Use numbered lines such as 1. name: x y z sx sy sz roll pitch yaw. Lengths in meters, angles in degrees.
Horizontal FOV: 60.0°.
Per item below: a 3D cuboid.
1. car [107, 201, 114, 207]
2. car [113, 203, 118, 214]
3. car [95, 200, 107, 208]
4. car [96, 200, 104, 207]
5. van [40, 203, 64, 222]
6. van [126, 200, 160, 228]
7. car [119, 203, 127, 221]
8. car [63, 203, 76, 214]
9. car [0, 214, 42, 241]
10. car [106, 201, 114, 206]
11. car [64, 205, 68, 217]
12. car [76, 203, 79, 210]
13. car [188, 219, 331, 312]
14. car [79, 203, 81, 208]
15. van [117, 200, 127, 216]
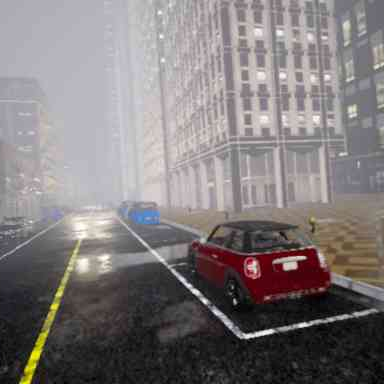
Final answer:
1. car: -18.921 2.859 78.322 1.802 1.307 4.206 -4 0 -16
2. car: -8.085 2.102 40.304 1.947 1.339 4.313 -4 0 -16
3. car: -20.995 3.001 75.807 1.895 1.301 4.718 -4 0 -16
4. car: -23.745 2.938 85.396 1.837 1.490 4.892 -4 0 -16
5. van: -16.140 2.414 38.002 1.690 1.788 3.998 -4 0 -16
6. van: -3.454 1.566 24.010 1.690 1.788 3.998 -4 0 -16
7. car: -4.989 1.878 29.441 2.008 1.369 4.403 -4 0 -16
8. car: -20.786 2.703 54.295 2.192 1.841 5.009 -4 0 -16
9. car: -11.481 2.312 21.708 2.008 1.369 4.403 -4 0 -16
10. car: -22.017 3.060 89.184 1.947 1.339 4.313 -4 0 -16
11. car: -17.672 2.759 43.433 1.802 1.307 4.206 -4 0 -16
12. car: -23.865 3.166 65.158 1.947 1.339 4.313 -4 0 -16
13. car: 1.198 1.357 7.716 1.967 1.590 4.097 -4 0 -16
14. car: -25.414 3.257 70.589 2.008 1.369 4.403 -4 0 -16
15. van: -6.551 1.773 34.873 1.690 1.788 3.998 -4 0 -16
